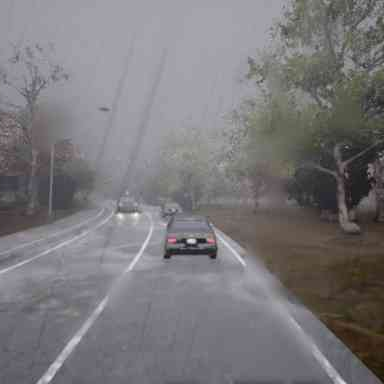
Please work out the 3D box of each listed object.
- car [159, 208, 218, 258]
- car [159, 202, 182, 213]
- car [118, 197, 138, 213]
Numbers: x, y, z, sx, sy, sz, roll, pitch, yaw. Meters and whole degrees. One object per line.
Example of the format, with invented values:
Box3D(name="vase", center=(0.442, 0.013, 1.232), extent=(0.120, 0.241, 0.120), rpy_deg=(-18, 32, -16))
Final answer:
Box3D(name="car", center=(-0.135, 1.556, 12.728), extent=(2.033, 1.411, 5.357), rpy_deg=(0, 0, -3))
Box3D(name="car", center=(-1.931, 1.570, 29.858), extent=(2.033, 1.411, 5.357), rpy_deg=(1, 0, -9))
Box3D(name="car", center=(-7.146, 1.303, 36.872), extent=(2.097, 1.767, 4.553), rpy_deg=(1, 0, -13))
